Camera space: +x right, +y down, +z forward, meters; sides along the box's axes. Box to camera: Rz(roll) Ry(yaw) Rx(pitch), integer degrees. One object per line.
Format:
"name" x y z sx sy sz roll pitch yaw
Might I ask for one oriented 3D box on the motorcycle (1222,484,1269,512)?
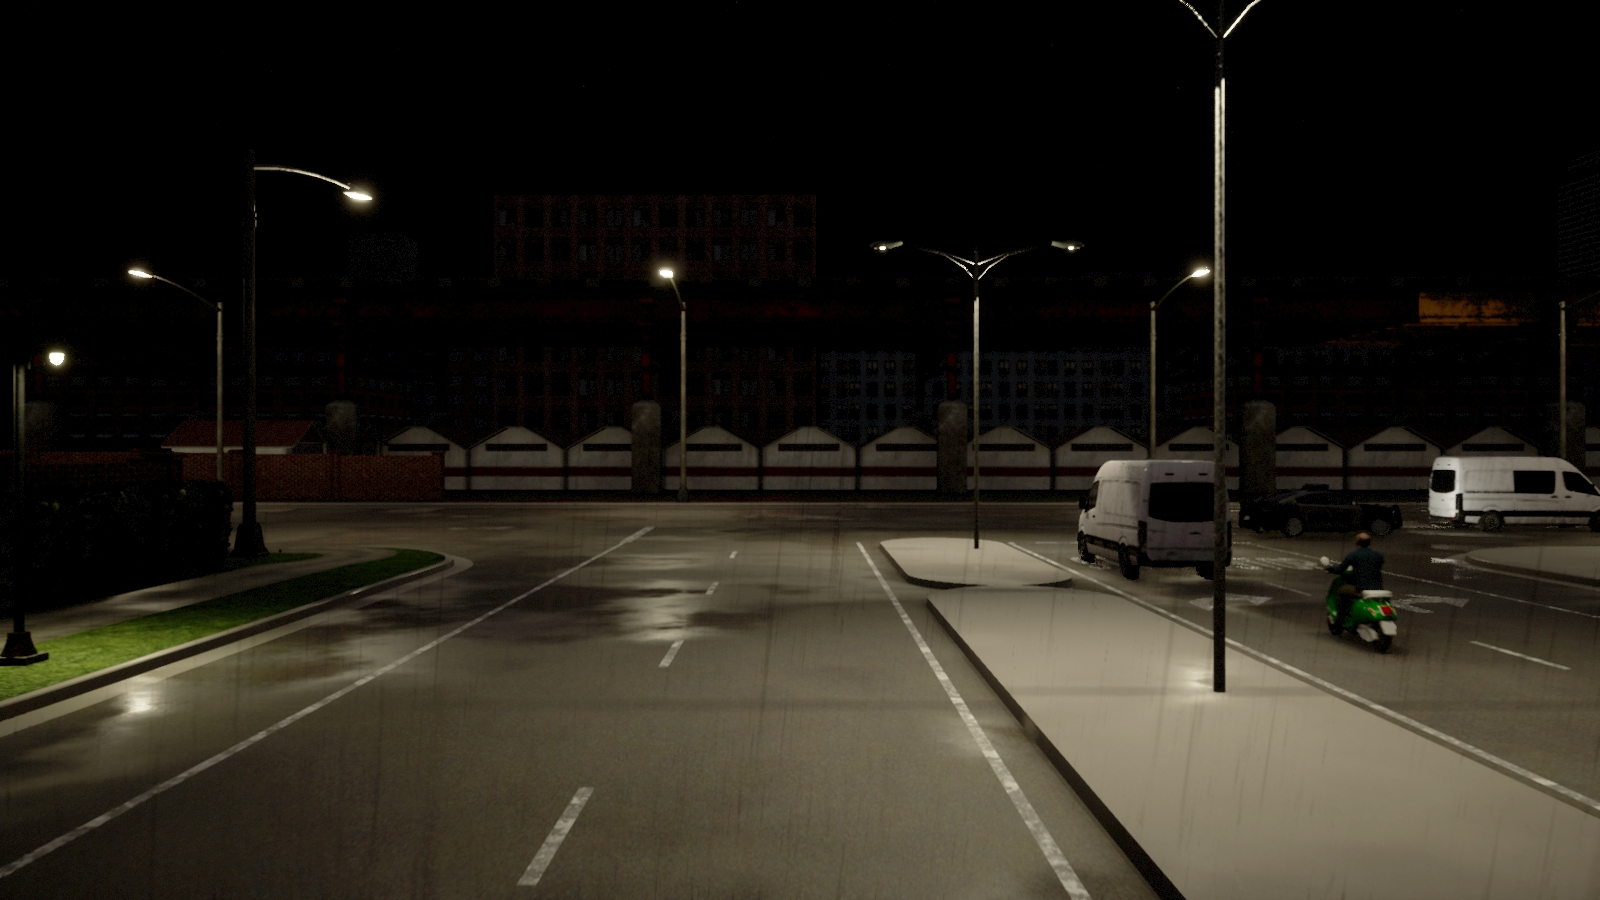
"motorcycle" 20.024 2.143 51.367 1.805 1.236 0.856 0 0 0

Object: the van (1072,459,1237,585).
"van" 8.000 1.513 26.478 1.988 2.561 5.915 0 0 0

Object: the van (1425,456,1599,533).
"van" 25.116 1.504 39.478 5.915 2.561 1.988 0 0 1

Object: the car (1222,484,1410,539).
"car" 16.615 1.954 36.908 5.238 1.638 2.097 0 0 -10

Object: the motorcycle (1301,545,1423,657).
"motorcycle" 7.983 2.116 16.338 0.856 1.341 1.805 0 0 0
